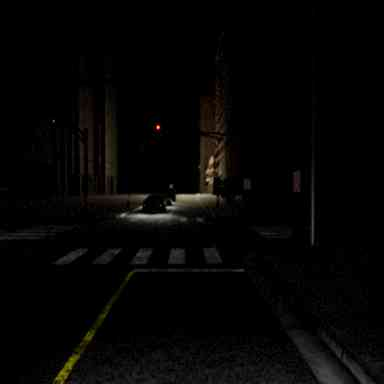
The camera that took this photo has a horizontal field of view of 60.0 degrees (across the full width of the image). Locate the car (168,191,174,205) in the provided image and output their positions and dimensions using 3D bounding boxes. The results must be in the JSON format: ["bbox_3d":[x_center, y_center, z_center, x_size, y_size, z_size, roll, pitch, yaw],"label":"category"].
[{"bbox_3d":[-3.486,0.897,40.694,1.812,1.442,4.674,0,1,0],"label":"car"}]

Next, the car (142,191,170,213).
[{"bbox_3d":[-3.391,1.003,30.731,1.882,1.535,5.008,0,1,0],"label":"car"}]

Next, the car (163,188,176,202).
[{"bbox_3d":[-3.574,0.427,51.398,2.150,2.045,5.566,0,1,0],"label":"car"}]
